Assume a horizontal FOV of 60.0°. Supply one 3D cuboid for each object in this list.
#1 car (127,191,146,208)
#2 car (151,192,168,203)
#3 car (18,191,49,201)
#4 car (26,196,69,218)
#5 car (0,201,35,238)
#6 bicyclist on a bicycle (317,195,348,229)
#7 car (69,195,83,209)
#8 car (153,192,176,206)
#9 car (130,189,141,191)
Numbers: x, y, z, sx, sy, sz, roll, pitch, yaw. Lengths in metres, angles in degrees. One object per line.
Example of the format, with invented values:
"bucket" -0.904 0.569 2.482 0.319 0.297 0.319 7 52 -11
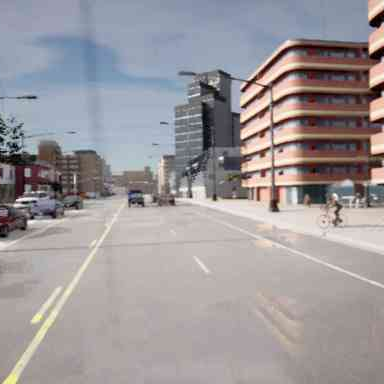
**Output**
"car" -6.593 0.989 39.450 1.837 1.490 4.892 -1 1 -9
"car" -4.962 0.766 50.332 2.128 1.511 4.902 -1 1 -10
"car" -16.591 0.968 34.948 2.150 2.045 5.566 -1 1 -8
"car" -11.731 1.333 27.238 1.812 1.442 4.674 -1 1 -10
"car" -10.039 1.488 17.362 1.812 1.442 4.674 -1 1 -10
"bicyclist on a bicycle" 6.875 0.977 16.279 1.656 1.620 0.582 -2 1 -10
"car" -13.449 1.149 37.414 1.837 1.490 4.892 -1 1 -9
"car" -3.126 0.901 40.189 2.128 1.511 4.902 -1 1 -10
"car" -8.347 0.573 49.243 2.150 2.045 5.566 -1 1 -10
